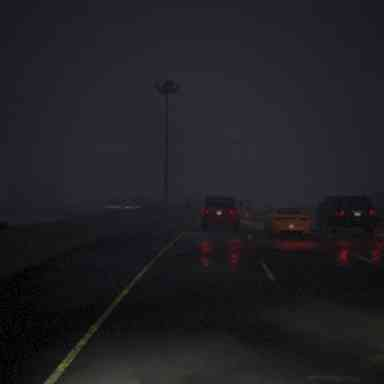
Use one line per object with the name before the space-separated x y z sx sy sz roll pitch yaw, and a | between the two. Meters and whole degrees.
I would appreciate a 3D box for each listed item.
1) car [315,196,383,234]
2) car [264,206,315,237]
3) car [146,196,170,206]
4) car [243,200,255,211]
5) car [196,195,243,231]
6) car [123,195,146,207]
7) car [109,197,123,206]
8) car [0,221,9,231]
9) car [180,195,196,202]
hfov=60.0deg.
car | 8.746 1.224 19.395 2.150 2.045 5.566 0 0 9
car | 5.057 1.476 18.199 1.882 1.535 5.008 0 0 8
car | -4.885 1.533 51.189 1.994 1.385 4.181 0 0 20
car | 6.629 1.591 40.939 1.895 1.301 4.718 0 0 17
car | 1.885 1.216 20.653 2.150 2.045 5.566 0 0 9
car | -8.326 1.316 51.941 2.097 1.767 4.553 0 0 20
car | -11.528 1.522 53.368 1.994 1.385 4.181 0 0 20
car | -9.802 1.581 13.525 1.895 1.301 4.718 0 0 6
car | -0.284 1.327 53.533 2.097 1.767 4.553 0 0 22
